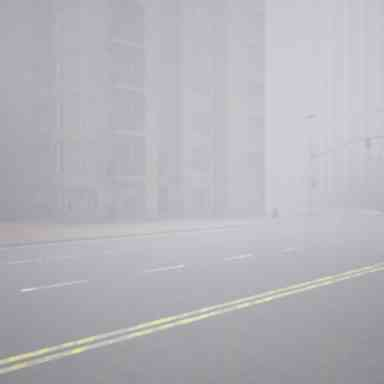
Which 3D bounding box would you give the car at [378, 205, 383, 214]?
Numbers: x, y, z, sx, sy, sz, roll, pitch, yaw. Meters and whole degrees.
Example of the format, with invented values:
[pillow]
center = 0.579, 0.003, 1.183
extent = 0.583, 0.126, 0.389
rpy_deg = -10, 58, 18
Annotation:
[car]
center = 21.306, 1.588, 33.915
extent = 1.994, 1.385, 4.181
rpy_deg = 0, 0, -19
